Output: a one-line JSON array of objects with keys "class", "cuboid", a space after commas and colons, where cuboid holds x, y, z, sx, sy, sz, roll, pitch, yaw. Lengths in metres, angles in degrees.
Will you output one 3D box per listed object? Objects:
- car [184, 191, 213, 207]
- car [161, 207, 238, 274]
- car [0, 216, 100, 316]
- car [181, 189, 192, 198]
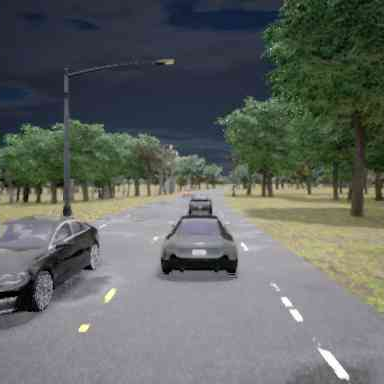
[{"class": "car", "cuboid": [0.734, 0.946, 27.768, 2.128, 1.511, 4.902, 0, 1, 2]}, {"class": "car", "cuboid": [0.220, 1.367, 9.921, 1.994, 1.385, 4.181, 0, 1, 1]}, {"class": "car", "cuboid": [-3.492, 1.341, 7.413, 2.128, 1.511, 4.902, 0, 1, 1]}, {"class": "car", "cuboid": [-0.876, 0.175, 62.890, 2.097, 1.767, 4.553, 0, 1, 5]}]
